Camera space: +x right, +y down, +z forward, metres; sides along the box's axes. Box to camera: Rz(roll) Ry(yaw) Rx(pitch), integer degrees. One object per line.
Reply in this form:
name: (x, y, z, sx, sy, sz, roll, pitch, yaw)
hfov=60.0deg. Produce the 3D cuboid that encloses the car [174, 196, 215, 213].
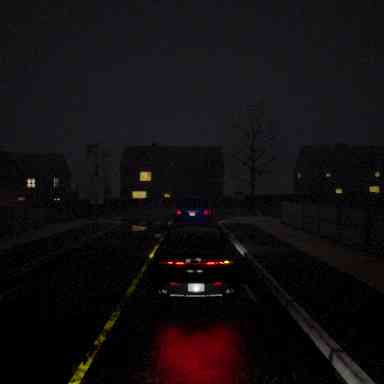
car: (0.184, 1.231, 19.800, 2.150, 2.045, 5.566, 0, 0, 4)

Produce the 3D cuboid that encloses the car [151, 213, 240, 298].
car: (0.064, 1.504, 8.512, 1.837, 1.490, 4.892, 0, 0, 0)
